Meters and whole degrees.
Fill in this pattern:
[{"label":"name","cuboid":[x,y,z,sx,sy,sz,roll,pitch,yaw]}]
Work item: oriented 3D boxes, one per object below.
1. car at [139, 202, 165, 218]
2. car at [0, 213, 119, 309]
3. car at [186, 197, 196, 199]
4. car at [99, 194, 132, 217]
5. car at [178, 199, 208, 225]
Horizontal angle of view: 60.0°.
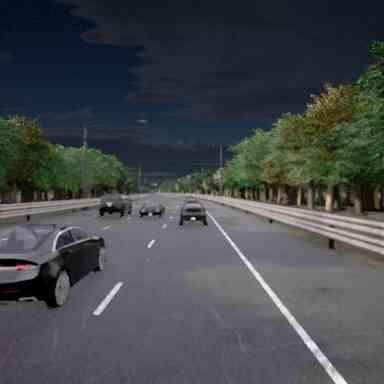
[{"label":"car","cuboid":[-3.460,1.564,29.768,1.895,1.301,4.718,0,0,0]},{"label":"car","cuboid":[-3.406,1.481,7.831,2.128,1.511,4.902,0,0,0]},{"label":"car","cuboid":[-0.141,1.455,42.063,1.837,1.490,4.892,0,0,-1]},{"label":"car","cuboid":[-6.968,1.183,30.657,2.150,2.045,5.566,0,0,-1]},{"label":"car","cuboid":[0.074,1.475,23.996,1.837,1.490,4.892,0,0,0]}]
